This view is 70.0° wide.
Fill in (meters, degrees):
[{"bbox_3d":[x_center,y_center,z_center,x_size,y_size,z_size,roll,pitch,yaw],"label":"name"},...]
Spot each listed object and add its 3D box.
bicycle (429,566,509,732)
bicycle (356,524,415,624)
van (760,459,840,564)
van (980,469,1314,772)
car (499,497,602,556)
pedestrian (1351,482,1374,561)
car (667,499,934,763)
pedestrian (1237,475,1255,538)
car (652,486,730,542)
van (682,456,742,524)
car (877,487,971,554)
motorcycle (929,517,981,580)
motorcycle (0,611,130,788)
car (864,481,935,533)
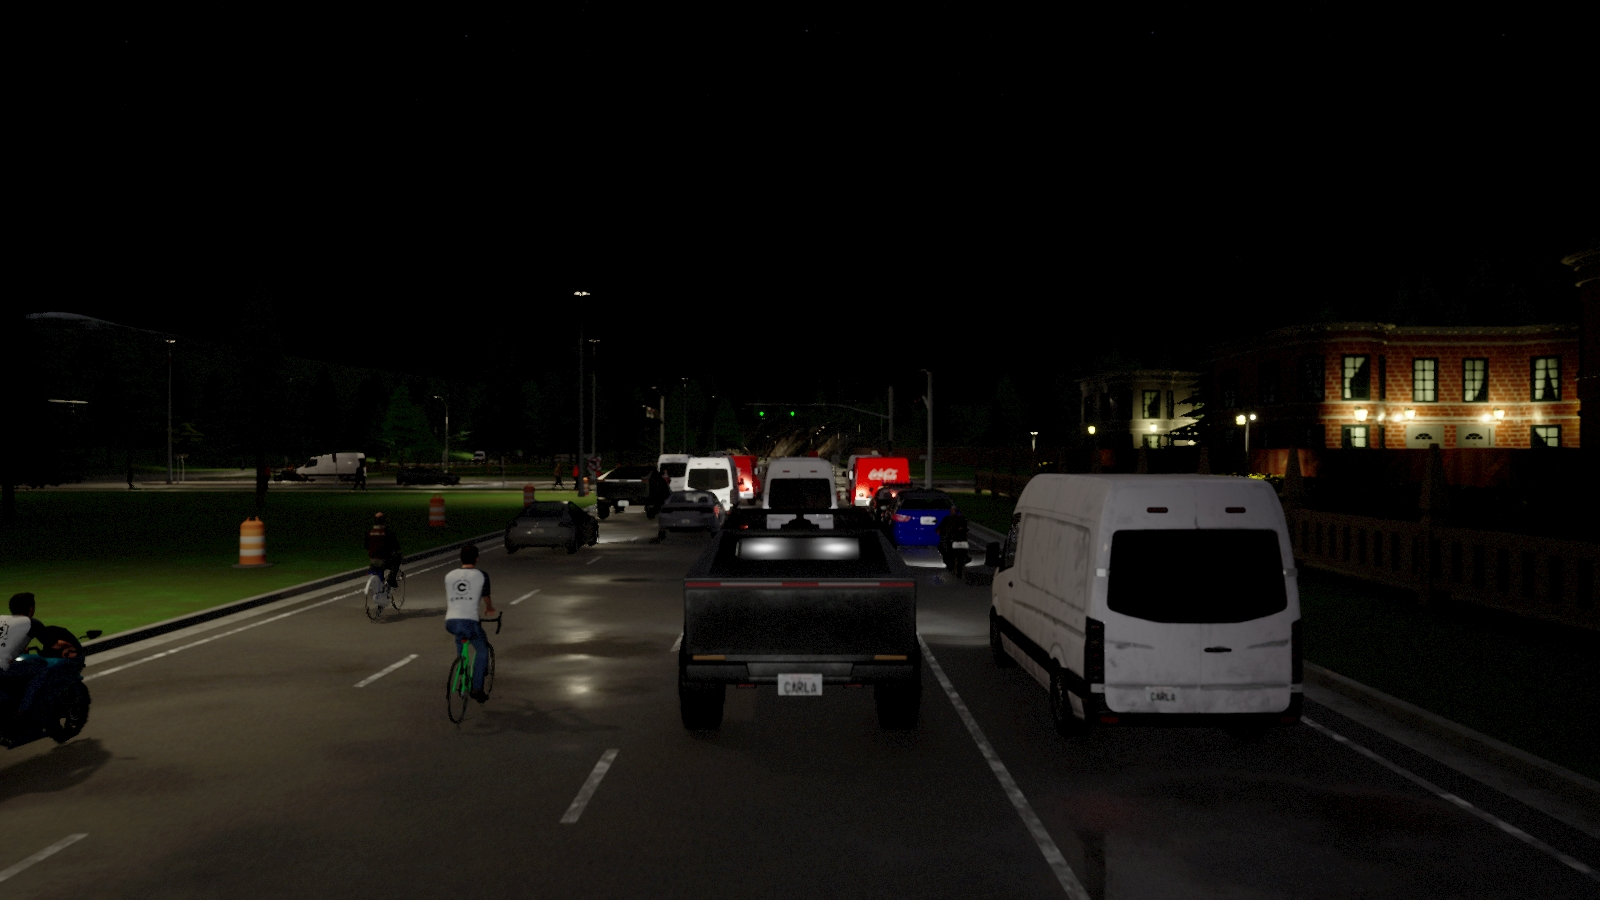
[{"bbox_3d":[-3.499,2.058,12.185,0.373,1.496,1.643,0,-1,0],"label":"bicycle"},{"bbox_3d":[-7.004,2.063,19.371,0.329,1.471,1.835,0,1,0],"label":"bicycle"},{"bbox_3d":[-0.003,1.540,31.233,1.988,2.561,5.915,0,0,0],"label":"van"},{"bbox_3d":[3.497,1.537,12.938,1.988,2.561,5.915,0,0,0],"label":"van"},{"bbox_3d":[-6.998,2.125,32.467,1.994,1.385,4.181,0,0,0],"label":"car"},{"bbox_3d":[13.371,1.701,27.160,0.375,1.860,0.375,0,0,1],"label":"pedestrian"},{"bbox_3d":[0.001,1.756,13.361,2.390,2.098,6.274,0,0,0],"label":"car"},{"bbox_3d":[13.463,1.703,34.492,0.375,1.860,0.375,0,0,1],"label":"pedestrian"},{"bbox_3d":[-3.495,2.041,37.531,2.097,1.535,5.006,0,0,0],"label":"car"},{"bbox_3d":[-3.504,1.543,46.391,1.988,2.561,5.915,0,0,0],"label":"van"},{"bbox_3d":[3.500,1.974,33.235,2.242,1.667,4.611,0,0,0],"label":"car"},{"bbox_3d":[3.501,2.210,25.991,0.867,1.251,2.209,0,0,0],"label":"motorcycle"},{"bbox_3d":[-6.999,2.189,10.234,0.803,1.199,2.033,0,0,0],"label":"motorcycle"},{"bbox_3d":[3.501,1.990,41.073,2.097,1.638,5.238,0,0,0],"label":"car"}]
